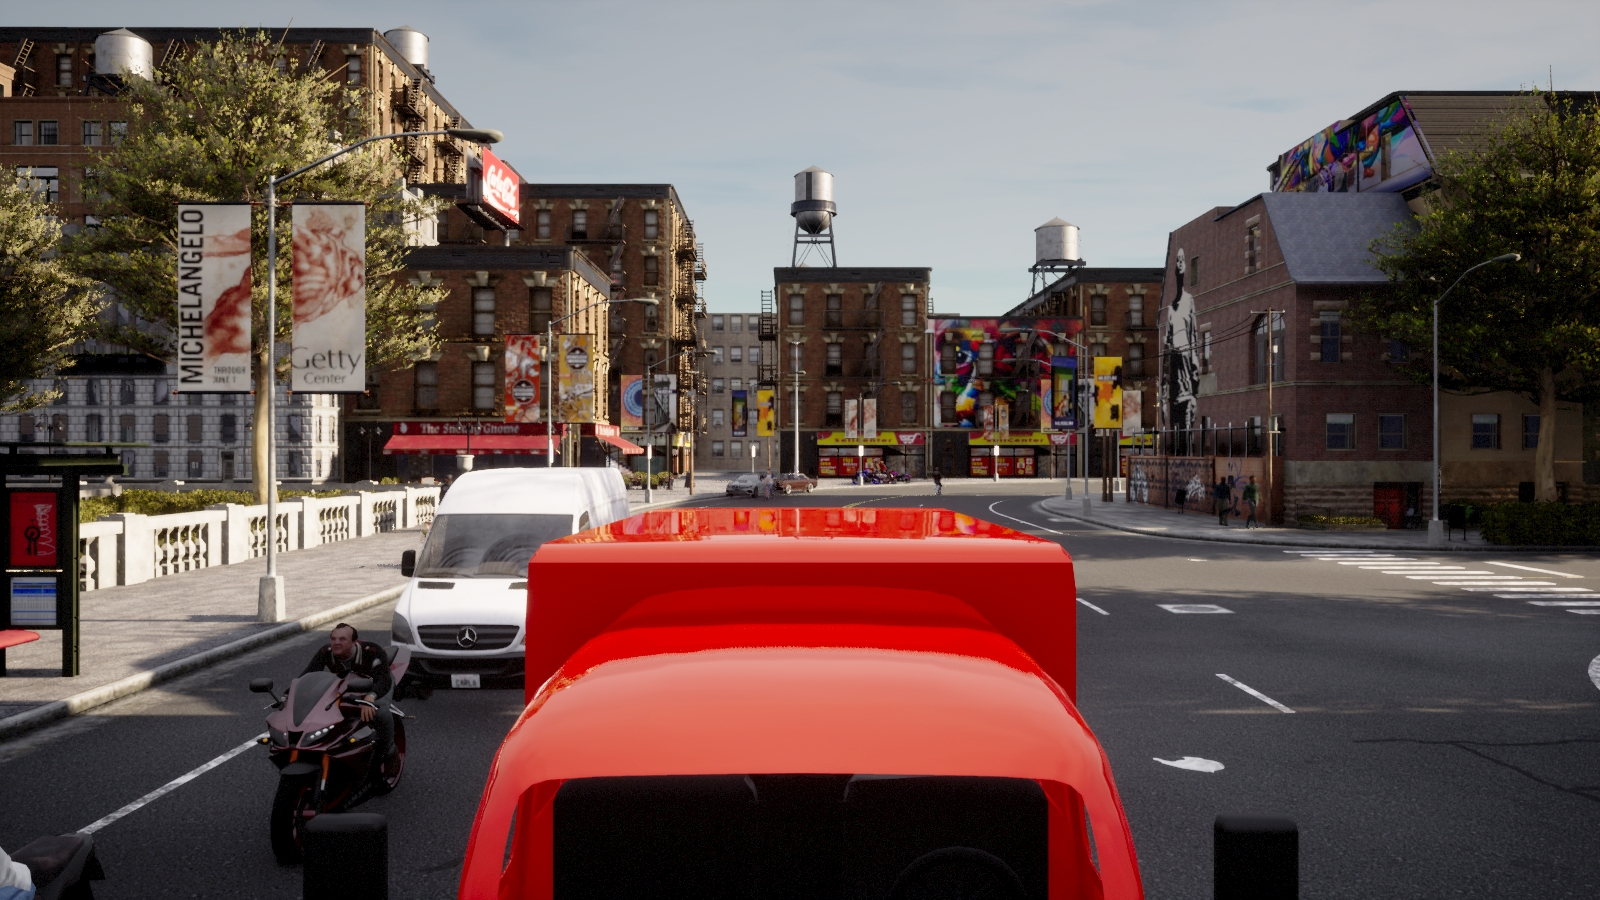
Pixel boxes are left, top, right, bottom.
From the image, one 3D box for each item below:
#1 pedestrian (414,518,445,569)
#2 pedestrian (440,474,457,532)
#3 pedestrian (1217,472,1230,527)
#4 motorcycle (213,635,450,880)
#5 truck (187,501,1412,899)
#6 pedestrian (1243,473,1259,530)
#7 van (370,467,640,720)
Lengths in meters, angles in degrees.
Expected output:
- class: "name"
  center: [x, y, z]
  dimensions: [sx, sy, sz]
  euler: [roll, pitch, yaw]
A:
- class: "pedestrian"
  center: [-8.295, 2.085, 25.612]
  dimensions: [0.500, 1.100, 0.500]
  euler: [0, 0, 7]
- class: "pedestrian"
  center: [-11.401, 1.709, 37.073]
  dimensions: [0.375, 1.860, 0.375]
  euler: [0, 0, 11]
- class: "pedestrian"
  center: [14.689, 1.710, 39.597]
  dimensions: [0.375, 1.860, 0.375]
  euler: [0, 0, 11]
- class: "motorcycle"
  center: [-3.430, 2.209, 8.644]
  dimensions: [0.867, 1.251, 2.209]
  euler: [0, 0, 1]
- class: "truck"
  center: [-0.001, 1.571, 5.050]
  dimensions: [2.627, 2.467, 5.204]
  euler: [0, 0, 0]
- class: "pedestrian"
  center: [14.917, 1.710, 37.778]
  dimensions: [0.375, 1.860, 0.375]
  euler: [0, 0, -8]
- class: "van"
  center: [-3.490, 1.540, 14.872]
  dimensions: [1.988, 2.561, 5.915]
  euler: [0, 0, 0]
